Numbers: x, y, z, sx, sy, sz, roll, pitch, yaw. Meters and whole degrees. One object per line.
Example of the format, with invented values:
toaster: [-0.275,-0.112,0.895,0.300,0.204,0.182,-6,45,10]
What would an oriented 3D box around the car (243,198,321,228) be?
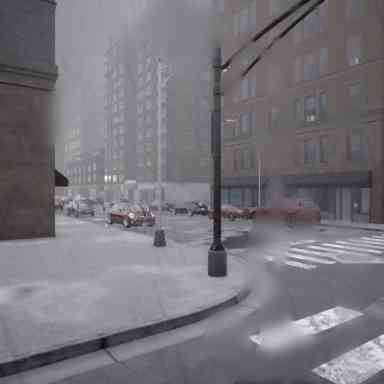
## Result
car: [6.122,1.309,22.218,2.192,1.841,5.009,0,0,-35]

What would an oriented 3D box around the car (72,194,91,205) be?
car: [-19.891,1.298,59.684,2.097,1.767,4.553,0,0,-35]

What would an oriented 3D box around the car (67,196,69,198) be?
car: [-21.523,1.473,56.760,1.812,1.442,4.674,0,0,-35]

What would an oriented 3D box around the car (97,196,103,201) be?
car: [-15.857,1.457,53.999,1.837,1.490,4.892,0,0,-35]

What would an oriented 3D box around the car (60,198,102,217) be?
car: [-10.368,1.530,30.857,2.008,1.369,4.403,0,0,-35]

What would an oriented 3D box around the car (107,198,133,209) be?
car: [-9.756,1.532,44.816,1.947,1.339,4.313,0,0,-35]

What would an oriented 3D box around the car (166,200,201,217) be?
car: [-0.229,1.550,31.257,1.947,1.339,4.313,0,0,-35]

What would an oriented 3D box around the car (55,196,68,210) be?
car: [-16.721,1.512,39.899,1.887,1.381,4.507,0,0,-35]

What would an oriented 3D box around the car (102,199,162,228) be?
car: [-4.015,1.430,21.815,1.967,1.590,4.097,0,0,-35]

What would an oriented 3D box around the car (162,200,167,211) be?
car: [-3.405,1.529,35.778,2.008,1.369,4.403,0,0,-35]

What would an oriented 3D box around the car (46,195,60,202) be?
car: [-31.985,1.471,76.453,2.008,1.369,4.403,0,0,-35]

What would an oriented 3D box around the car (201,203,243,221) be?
car: [2.947,1.571,26.738,1.802,1.307,4.206,0,0,-35]

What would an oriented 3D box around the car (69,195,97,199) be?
car: [-16.156,1.436,49.117,1.882,1.535,5.008,0,0,-35]

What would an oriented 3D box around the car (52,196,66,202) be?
car: [-28.809,1.478,71.933,2.008,1.369,4.403,0,0,-35]
